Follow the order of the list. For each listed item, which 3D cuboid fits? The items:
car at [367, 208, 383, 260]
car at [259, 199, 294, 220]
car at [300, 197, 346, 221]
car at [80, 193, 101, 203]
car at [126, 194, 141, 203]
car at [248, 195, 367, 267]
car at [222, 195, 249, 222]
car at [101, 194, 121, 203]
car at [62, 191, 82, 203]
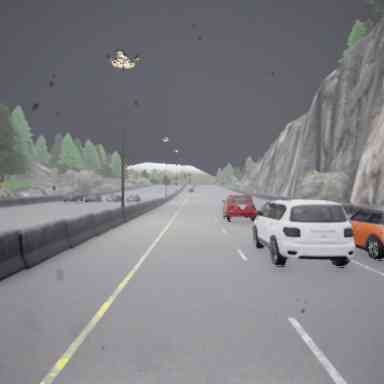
[{"bbox_3d":[7.122,1.389,12.738,2.097,1.767,4.553,0,0,1],"label":"car"},{"bbox_3d":[7.238,1.458,28.954,1.882,1.535,5.008,0,1,1],"label":"car"},{"bbox_3d":[10.721,1.341,27.689,2.097,1.767,4.553,0,0,1],"label":"car"},{"bbox_3d":[-17.161,1.184,58.078,2.033,1.411,5.357,0,1,1],"label":"car"},{"bbox_3d":[-10.177,1.129,58.031,2.128,1.511,4.902,0,1,1],"label":"car"},{"bbox_3d":[3.607,1.262,11.729,2.150,2.045,5.566,0,0,1],"label":"car"},{"bbox_3d":[3.707,1.217,26.741,2.150,2.045,5.566,0,1,1],"label":"car"},{"bbox_3d":[-13.674,1.129,58.050,2.128,1.511,4.902,0,1,1],"label":"car"},{"bbox_3d":[-20.659,0.858,58.027,2.150,2.045,5.566,0,1,1],"label":"car"}]
